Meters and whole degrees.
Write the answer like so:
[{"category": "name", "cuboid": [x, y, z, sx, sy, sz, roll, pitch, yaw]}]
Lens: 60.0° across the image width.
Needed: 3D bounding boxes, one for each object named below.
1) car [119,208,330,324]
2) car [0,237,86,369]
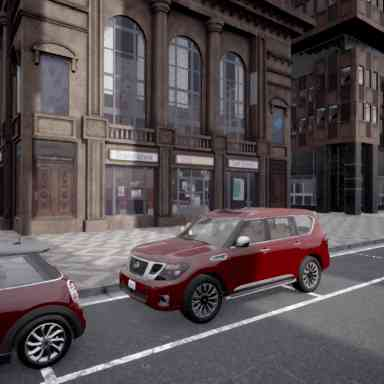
[{"category": "car", "cuboid": [0.985, 1.316, 7.341, 5.009, 1.841, 2.192, 0, 0, -35]}, {"category": "car", "cuboid": [-3.579, 1.440, 4.093, 4.097, 1.590, 1.967, 0, 0, -35]}]
